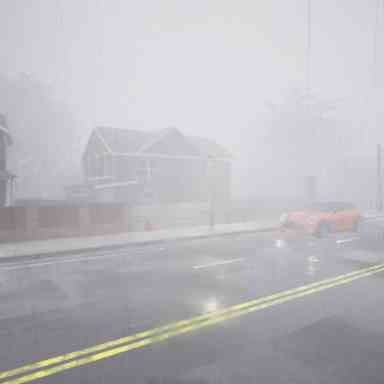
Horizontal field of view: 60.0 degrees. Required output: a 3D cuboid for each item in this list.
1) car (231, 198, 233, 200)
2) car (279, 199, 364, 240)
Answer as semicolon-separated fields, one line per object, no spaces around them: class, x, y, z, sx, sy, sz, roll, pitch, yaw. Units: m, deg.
car;4.615;1.153;52.490;2.128;1.511;4.902;-1;0;-35
car;6.307;1.182;16.179;4.553;1.767;2.097;-1;1;-35
